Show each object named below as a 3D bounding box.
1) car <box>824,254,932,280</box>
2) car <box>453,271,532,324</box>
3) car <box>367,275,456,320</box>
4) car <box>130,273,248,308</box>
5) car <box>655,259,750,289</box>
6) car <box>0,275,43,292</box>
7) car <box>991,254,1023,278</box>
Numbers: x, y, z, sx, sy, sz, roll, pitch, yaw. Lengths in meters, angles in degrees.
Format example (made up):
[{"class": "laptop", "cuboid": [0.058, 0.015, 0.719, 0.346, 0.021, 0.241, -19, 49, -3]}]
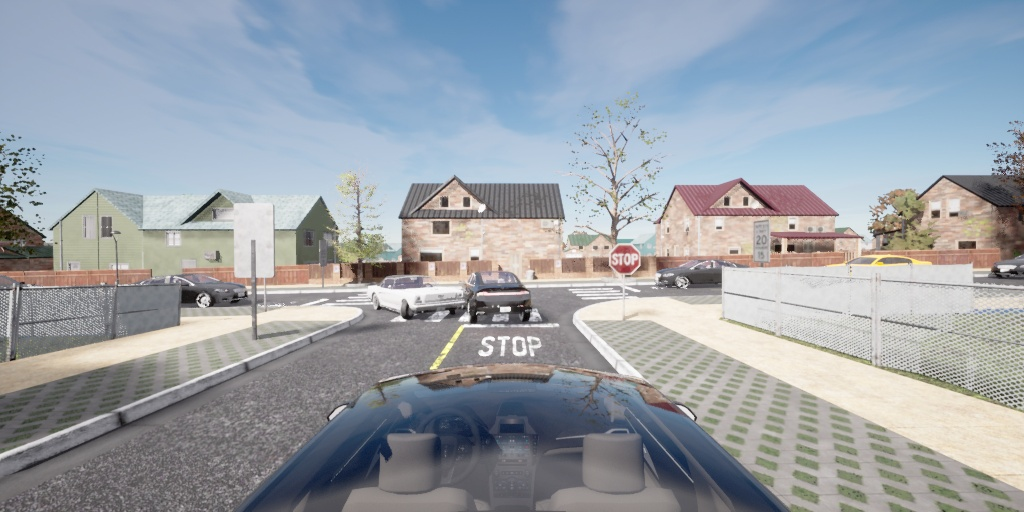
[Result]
[{"class": "car", "cuboid": [19.763, 0.690, 19.560, 5.008, 1.535, 1.882, -1, 1, -1]}, {"class": "car", "cuboid": [-0.684, 1.242, 12.117, 2.128, 1.511, 4.902, 0, 0, -12]}, {"class": "car", "cuboid": [-3.600, 1.367, 12.977, 1.895, 1.301, 4.718, 0, 0, -38]}, {"class": "car", "cuboid": [-14.900, 1.566, 16.474, 4.902, 1.511, 2.128, -1, 1, 0]}, {"class": "car", "cuboid": [10.333, 0.925, 19.524, 4.902, 1.511, 2.128, -1, 1, 0]}, {"class": "car", "cuboid": [-24.238, 1.648, 16.434, 4.553, 1.767, 2.097, -1, 1, 0]}, {"class": "car", "cuboid": [29.388, 0.477, 19.595, 4.902, 1.511, 2.128, -1, 1, 0]}]
